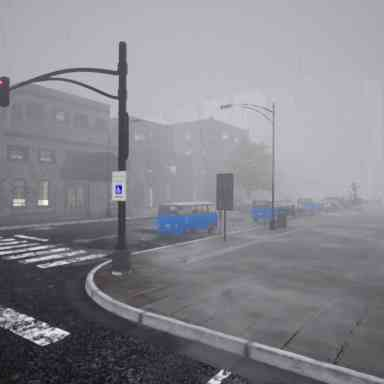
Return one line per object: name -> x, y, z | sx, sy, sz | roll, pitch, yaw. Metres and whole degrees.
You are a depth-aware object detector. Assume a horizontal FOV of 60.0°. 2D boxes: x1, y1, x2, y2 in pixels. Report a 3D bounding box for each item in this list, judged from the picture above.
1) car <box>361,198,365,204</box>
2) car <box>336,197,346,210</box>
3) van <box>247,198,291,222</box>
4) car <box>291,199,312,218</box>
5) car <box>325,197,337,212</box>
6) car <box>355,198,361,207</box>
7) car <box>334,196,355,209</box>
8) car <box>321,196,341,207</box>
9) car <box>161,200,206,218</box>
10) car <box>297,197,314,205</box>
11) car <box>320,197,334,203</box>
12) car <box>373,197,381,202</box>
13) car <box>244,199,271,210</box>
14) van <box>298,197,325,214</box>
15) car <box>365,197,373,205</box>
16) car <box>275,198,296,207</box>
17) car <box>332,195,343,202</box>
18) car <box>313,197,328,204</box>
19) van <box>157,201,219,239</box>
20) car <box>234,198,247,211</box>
car -> 28.567, 1.748, 58.456 | 1.752, 1.417, 4.829 | 0, 0, 35
car -> 18.940, 1.729, 44.766 | 1.947, 1.339, 4.313 | 0, 0, 35
van -> 6.237, 1.436, 26.699 | 1.690, 1.788, 3.998 | 0, 0, 35
car -> 9.412, 1.656, 31.215 | 1.887, 1.381, 4.507 | 0, 0, 35
car -> 15.863, 1.671, 40.389 | 1.752, 1.417, 4.829 | 0, 0, 35
car -> 25.295, 1.517, 53.801 | 2.192, 1.841, 5.009 | 0, 0, 35
car -> 22.118, 1.497, 49.284 | 2.192, 1.841, 5.009 | 0, 0, 35
car -> 22.967, 1.534, 54.986 | 2.097, 1.767, 4.553 | 1, 0, 35
car -> -0.706, 1.558, 31.394 | 1.752, 1.417, 4.829 | 0, 0, 35
car -> 21.624, 1.706, 63.152 | 1.887, 1.381, 4.507 | 0, 0, 35
car -> 31.152, 1.793, 76.702 | 1.947, 1.339, 4.313 | 0, 0, 35
car -> 44.350, 1.900, 80.901 | 1.947, 1.339, 4.313 | 0, 0, 35
car -> 8.920, 1.629, 45.085 | 1.887, 1.381, 4.507 | 0, 0, 35
van -> 12.590, 1.469, 35.732 | 1.690, 1.788, 3.998 | 0, 0, 35
car -> 34.821, 1.810, 67.351 | 1.887, 1.381, 4.507 | 0, 0, 35
car -> 15.272, 1.666, 54.118 | 1.887, 1.381, 4.507 | 0, 0, 35
car -> 37.504, 1.713, 85.736 | 1.967, 1.590, 4.097 | 0, 0, 35
car -> 27.878, 1.729, 72.046 | 1.752, 1.417, 4.829 | 0, 0, 35
van -> -0.115, 1.407, 17.665 | 1.690, 1.788, 3.998 | 0, 0, 35
car -> 5.745, 1.507, 40.568 | 1.967, 1.590, 4.097 | 0, 0, 35
